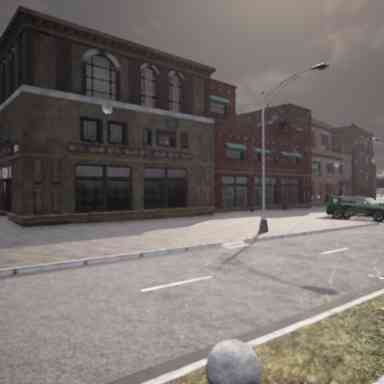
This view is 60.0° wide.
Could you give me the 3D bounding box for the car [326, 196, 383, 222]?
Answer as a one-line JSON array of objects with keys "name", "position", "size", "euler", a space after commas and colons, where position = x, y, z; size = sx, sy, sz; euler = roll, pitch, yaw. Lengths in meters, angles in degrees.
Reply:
[{"name": "car", "position": [14.393, 1.371, 28.422], "size": [2.435, 2.045, 5.566], "euler": [1, -1, -42]}]
